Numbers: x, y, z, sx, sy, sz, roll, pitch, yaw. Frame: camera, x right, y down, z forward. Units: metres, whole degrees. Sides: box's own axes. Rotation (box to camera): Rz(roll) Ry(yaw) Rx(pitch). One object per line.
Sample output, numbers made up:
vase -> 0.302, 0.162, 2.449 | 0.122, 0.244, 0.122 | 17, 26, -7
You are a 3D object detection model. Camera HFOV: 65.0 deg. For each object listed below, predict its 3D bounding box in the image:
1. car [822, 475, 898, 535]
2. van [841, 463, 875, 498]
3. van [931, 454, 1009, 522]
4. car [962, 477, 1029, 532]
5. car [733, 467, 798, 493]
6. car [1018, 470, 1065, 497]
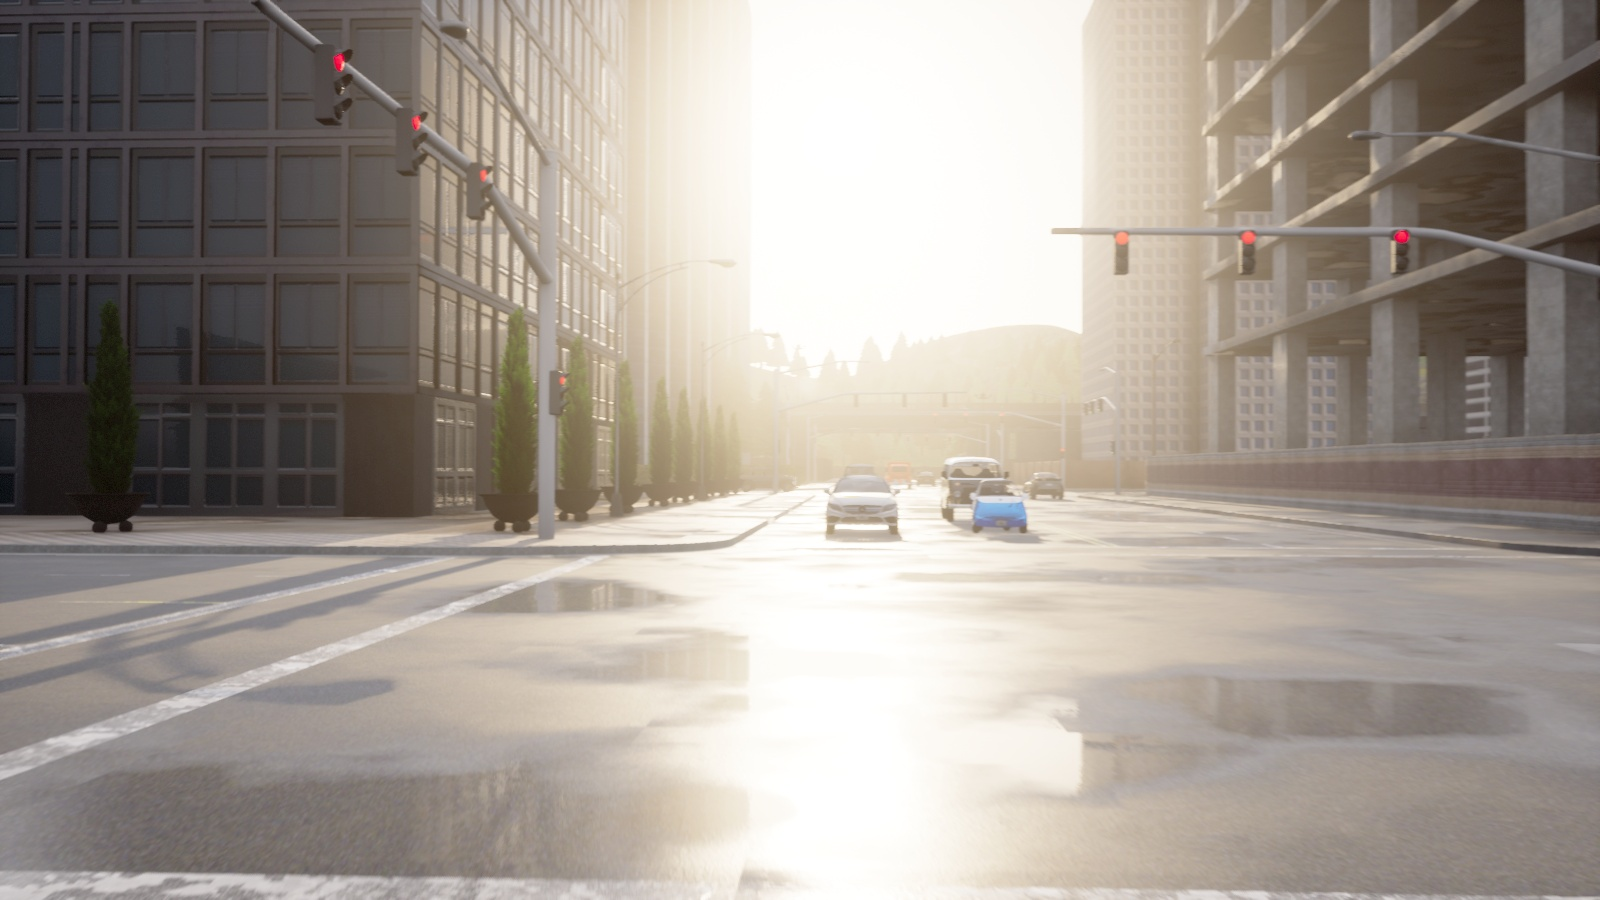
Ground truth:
car -> 1.551, 1.381, 32.702 | 1.812, 1.442, 4.674 | 0, -1, 3
van -> 3.425, 1.807, 74.937 | 1.775, 1.987, 4.442 | 0, -1, -1
van -> 5.397, 1.190, 40.330 | 2.069, 2.038, 4.480 | 0, -1, 3
car -> 5.056, 1.395, 32.745 | 1.481, 1.376, 2.207 | 0, -1, 3
car -> -2.499, 2.152, 90.073 | 4.605, 1.855, 1.932 | 0, -1, -2
car -> 13.844, 1.907, 72.147 | 2.007, 1.525, 4.514 | 0, -1, 3
